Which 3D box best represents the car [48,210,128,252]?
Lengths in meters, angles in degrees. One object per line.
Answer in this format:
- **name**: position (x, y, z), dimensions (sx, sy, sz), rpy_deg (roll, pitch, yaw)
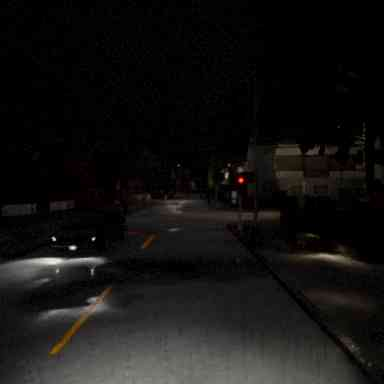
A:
- **car**: position (-4.007, 1.491, 13.881), dimensions (2.033, 1.411, 5.357), rpy_deg (0, 0, 1)
